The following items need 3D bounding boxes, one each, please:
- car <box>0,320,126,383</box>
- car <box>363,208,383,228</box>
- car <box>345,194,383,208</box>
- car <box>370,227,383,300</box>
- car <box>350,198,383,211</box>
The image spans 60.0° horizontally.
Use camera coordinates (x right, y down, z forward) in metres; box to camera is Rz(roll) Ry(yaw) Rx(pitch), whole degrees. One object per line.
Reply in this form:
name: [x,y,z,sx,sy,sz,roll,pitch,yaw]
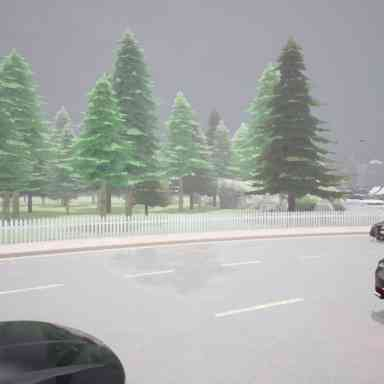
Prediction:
car: [-2.740,1.478,1.608,5.008,1.535,1.882,0,0,-37]
car: [10.210,1.563,14.881,4.181,1.385,1.994,0,0,-14]
car: [19.638,1.280,37.782,2.150,2.045,5.566,0,0,-3]
car: [5.605,1.491,6.112,4.902,1.511,2.128,0,0,-24]
car: [22.795,1.533,43.307,1.882,1.535,5.008,0,0,-4]
